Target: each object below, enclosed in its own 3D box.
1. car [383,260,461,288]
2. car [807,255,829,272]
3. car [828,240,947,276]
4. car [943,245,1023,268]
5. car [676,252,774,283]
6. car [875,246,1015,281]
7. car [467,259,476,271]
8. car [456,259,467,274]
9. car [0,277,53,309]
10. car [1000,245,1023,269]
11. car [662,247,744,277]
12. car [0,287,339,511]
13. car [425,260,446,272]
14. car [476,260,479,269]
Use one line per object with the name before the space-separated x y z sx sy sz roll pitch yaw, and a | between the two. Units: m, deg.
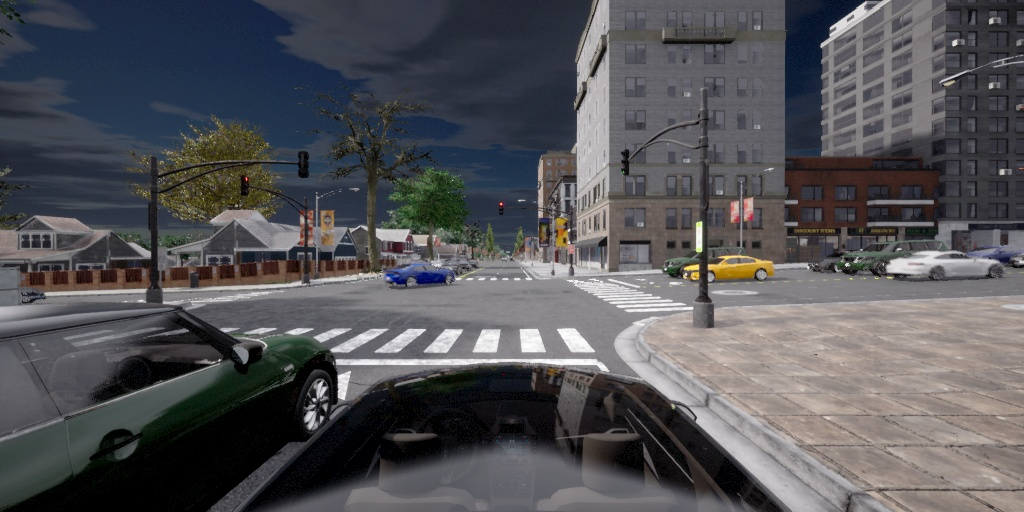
car | -6.101 1.236 24.065 1.882 1.535 5.008 1 1 40
car | 23.419 0.361 25.017 4.892 1.490 1.837 -2 0 0
car | 23.128 0.099 21.765 5.566 2.045 2.150 -2 0 0
car | 33.550 0.007 25.040 4.674 1.442 1.812 -2 0 0
car | 13.032 0.742 21.737 5.008 1.535 1.882 -2 0 -1
car | 21.974 0.458 18.315 4.674 1.442 1.812 -2 0 0
car | -6.605 1.335 49.296 2.033 1.411 5.357 0 0 0
car | -6.599 1.262 39.578 2.128 1.511 4.902 0 0 0
car | -27.642 1.957 18.462 5.357 1.411 2.033 -2 0 1
car | 33.380 0.023 21.788 4.674 1.442 1.812 -2 0 0
car | 13.452 0.459 24.985 5.566 2.045 2.150 -2 0 0
car | -3.151 1.102 2.510 2.097 1.767 4.553 0 0 0
car | -9.855 1.307 46.486 1.812 1.442 4.674 0 0 0
car | -6.596 1.321 59.642 1.837 1.490 4.892 0 0 0
